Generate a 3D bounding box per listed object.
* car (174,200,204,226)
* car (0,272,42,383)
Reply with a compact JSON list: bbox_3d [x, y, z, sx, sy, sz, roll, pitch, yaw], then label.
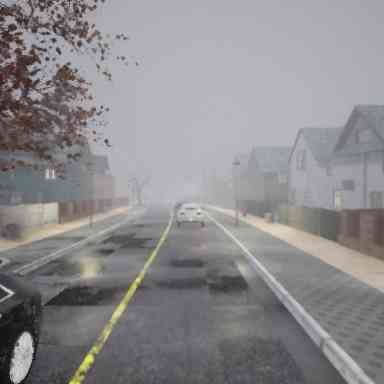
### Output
[{"bbox_3d":[-0.147,1.558,23.690,1.812,1.442,4.674,0,0,-2],"label":"car"},{"bbox_3d":[-2.851,1.506,2.433,1.837,1.490,4.892,0,0,0],"label":"car"}]
